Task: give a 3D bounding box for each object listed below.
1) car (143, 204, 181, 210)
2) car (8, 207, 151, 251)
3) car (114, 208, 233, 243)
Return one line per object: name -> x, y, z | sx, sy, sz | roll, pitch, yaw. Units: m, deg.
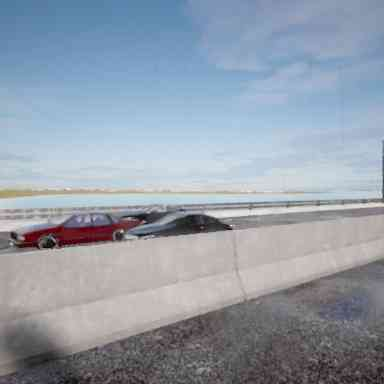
car -> -2.304, 1.491, 20.535 | 4.902, 1.511, 2.128 | 0, 0, -39
car -> -4.664, 1.547, 14.089 | 5.357, 1.411, 2.033 | 0, 0, -39
car -> -0.392, 1.526, 13.059 | 4.674, 1.442, 1.812 | 0, 0, -39
